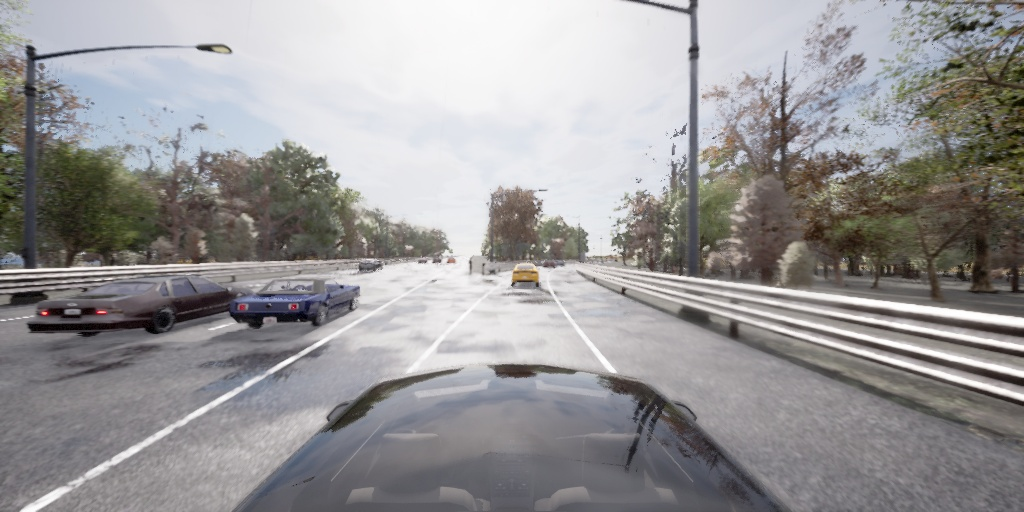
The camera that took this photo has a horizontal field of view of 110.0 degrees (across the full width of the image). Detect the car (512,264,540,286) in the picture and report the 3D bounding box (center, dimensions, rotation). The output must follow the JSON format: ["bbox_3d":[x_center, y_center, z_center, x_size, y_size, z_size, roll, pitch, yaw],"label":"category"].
[{"bbox_3d":[1.055,1.314,26.614,1.882,1.535,5.008,0,0,4],"label":"car"}]

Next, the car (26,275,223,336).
[{"bbox_3d":[-9.757,1.248,10.233,2.033,1.411,5.357,0,0,-6],"label":"car"}]

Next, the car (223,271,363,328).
[{"bbox_3d":[-6.346,1.318,11.254,1.895,1.301,4.718,0,0,-6],"label":"car"}]

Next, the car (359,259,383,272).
[{"bbox_3d":[-16.877,1.156,43.036,2.128,1.511,4.902,0,0,-6],"label":"car"}]
